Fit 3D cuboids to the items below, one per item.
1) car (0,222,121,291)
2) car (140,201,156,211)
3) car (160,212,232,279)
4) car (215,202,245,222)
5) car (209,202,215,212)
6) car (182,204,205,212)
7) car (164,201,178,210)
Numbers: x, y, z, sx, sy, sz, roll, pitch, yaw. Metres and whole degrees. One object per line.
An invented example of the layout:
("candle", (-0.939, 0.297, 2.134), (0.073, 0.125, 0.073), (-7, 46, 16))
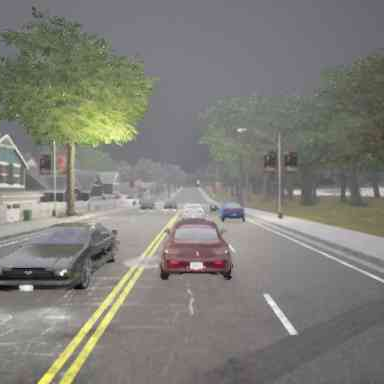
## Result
("car", (-3.349, 1.572, 9.398), (2.033, 1.411, 5.357), (0, 0, 0))
("car", (-6.553, 2.015, 49.957), (2.033, 1.411, 5.357), (0, -1, 0))
("car", (0.105, 1.553, 10.001), (1.812, 1.442, 4.674), (0, 0, 0))
("car", (3.337, 1.655, 28.490), (1.882, 1.535, 5.008), (0, -1, 0))
("car", (3.326, 1.993, 44.804), (1.895, 1.301, 4.718), (0, -1, 0))
("car", (0.110, 1.694, 27.758), (1.812, 1.442, 4.674), (0, -1, 0))
("car", (-3.301, 2.061, 51.969), (1.994, 1.385, 4.181), (0, -1, 0))
